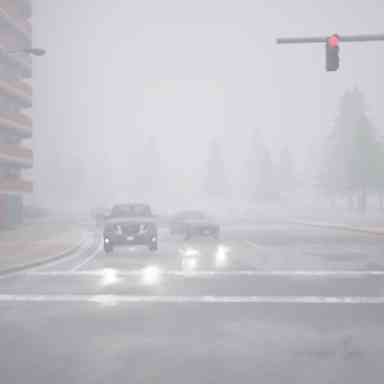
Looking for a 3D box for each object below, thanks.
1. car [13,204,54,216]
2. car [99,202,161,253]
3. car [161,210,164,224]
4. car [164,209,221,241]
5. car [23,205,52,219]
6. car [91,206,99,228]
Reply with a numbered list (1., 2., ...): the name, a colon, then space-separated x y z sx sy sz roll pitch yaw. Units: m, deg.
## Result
1. car: -21.481 2.429 45.056 5.357 1.411 2.033 -1 -1 24
2. car: -2.799 1.512 15.654 2.150 2.045 5.566 -1 -1 -9
3. car: -3.237 2.030 27.449 1.812 1.442 4.674 0 -1 -29
4. car: 0.038 1.785 18.979 1.882 1.535 5.008 -1 -1 -17
5. car: -19.764 2.518 40.062 5.357 1.411 2.033 -1 -1 31
6. car: -5.952 1.982 25.162 1.882 1.535 5.008 0 -1 -28
